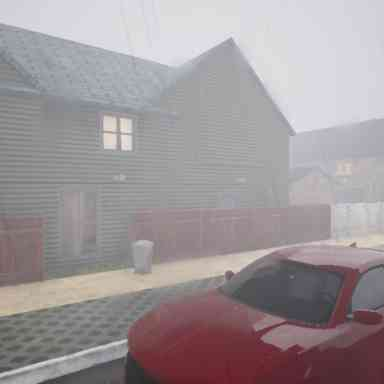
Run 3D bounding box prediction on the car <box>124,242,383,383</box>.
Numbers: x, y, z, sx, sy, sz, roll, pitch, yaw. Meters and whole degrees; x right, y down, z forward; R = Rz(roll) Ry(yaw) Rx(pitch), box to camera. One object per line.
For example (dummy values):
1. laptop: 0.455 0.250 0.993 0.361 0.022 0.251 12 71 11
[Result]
1. car: 1.613 1.477 4.215 5.008 1.535 1.882 0 0 -35
